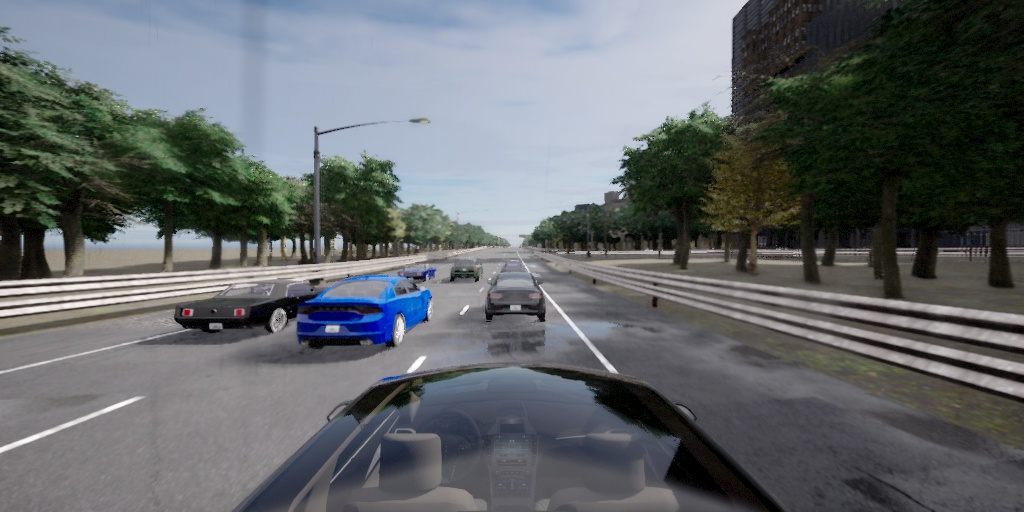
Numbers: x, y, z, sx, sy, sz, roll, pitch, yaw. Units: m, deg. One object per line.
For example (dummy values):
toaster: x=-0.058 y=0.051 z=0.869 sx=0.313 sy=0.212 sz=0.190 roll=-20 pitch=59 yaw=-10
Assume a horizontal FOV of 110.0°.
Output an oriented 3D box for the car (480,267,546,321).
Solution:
car: x=0.101 y=1.269 z=12.256 sx=1.812 sy=1.442 sz=4.674 roll=0 pitch=0 yaw=0

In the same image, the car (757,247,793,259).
car: x=36.545 y=-0.510 z=50.502 sx=2.097 sy=1.767 sz=4.553 roll=-1 pitch=1 yaw=-38

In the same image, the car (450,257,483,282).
car: x=-3.394 y=0.938 z=27.650 sx=2.097 sy=1.767 sz=4.553 roll=0 pitch=1 yaw=0

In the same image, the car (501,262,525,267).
car: x=0.107 y=1.132 z=28.577 sx=1.994 sy=1.385 sz=4.181 roll=0 pitch=1 yaw=0

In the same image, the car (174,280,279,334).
car: x=-6.898 y=1.348 z=10.584 sx=1.895 sy=1.301 sz=4.718 roll=0 pitch=0 yaw=0

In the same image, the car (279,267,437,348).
car: x=-3.399 y=1.225 z=9.266 sx=1.882 sy=1.535 sz=5.008 roll=0 pitch=0 yaw=0

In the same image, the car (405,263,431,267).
car: x=-6.895 y=1.205 z=26.684 sx=1.895 sy=1.301 sz=4.718 roll=0 pitch=1 yaw=0
